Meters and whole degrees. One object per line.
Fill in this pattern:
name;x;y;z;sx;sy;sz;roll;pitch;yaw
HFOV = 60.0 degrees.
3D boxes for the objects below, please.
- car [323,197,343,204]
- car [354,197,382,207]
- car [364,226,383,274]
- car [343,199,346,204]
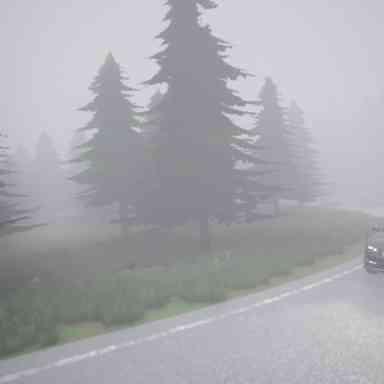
car;20.411;1.591;49.513;1.812;1.442;4.674;-4;-2;7
car;22.988;1.347;43.774;1.895;1.301;4.718;-4;-1;7
car;6.309;1.336;9.186;2.128;1.511;4.902;-1;0;43
car;24.282;1.530;56.998;1.895;1.301;4.718;-5;0;-8
